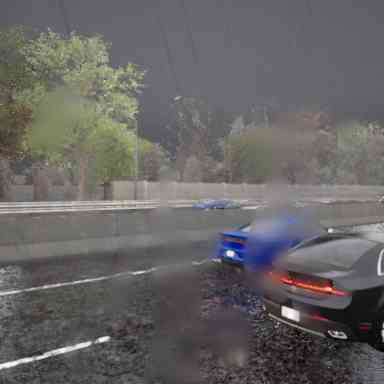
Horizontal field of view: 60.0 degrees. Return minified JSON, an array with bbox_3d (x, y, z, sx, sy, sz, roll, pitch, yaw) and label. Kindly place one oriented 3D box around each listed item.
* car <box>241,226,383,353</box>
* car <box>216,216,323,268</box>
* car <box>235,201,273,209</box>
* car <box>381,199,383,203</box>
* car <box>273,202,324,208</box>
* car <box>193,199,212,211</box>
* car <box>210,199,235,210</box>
[{"bbox_3d":[3.385,1.502,6.166,4.892,1.490,1.837,0,0,-35],"label":"car"},{"bbox_3d":[3.029,1.475,10.208,5.008,1.535,1.882,0,0,-35],"label":"car"},{"bbox_3d":[6.468,1.599,30.091,4.718,1.301,1.895,0,0,-35],"label":"car"},{"bbox_3d":[35.602,1.525,59.330,4.892,1.490,1.837,0,0,-35],"label":"car"},{"bbox_3d":[9.664,1.546,28.071,5.357,1.411,2.033,0,0,-35],"label":"car"},{"bbox_3d":[2.335,1.475,35.361,5.008,1.535,1.882,0,0,-37],"label":"car"},{"bbox_3d":[4.424,1.599,32.932,4.718,1.301,1.895,0,0,-35],"label":"car"}]
